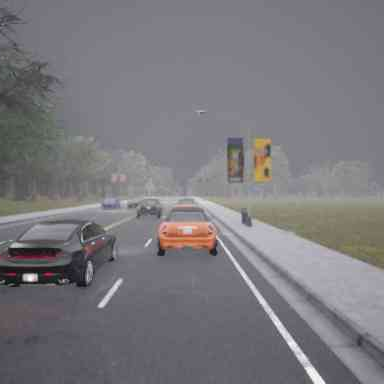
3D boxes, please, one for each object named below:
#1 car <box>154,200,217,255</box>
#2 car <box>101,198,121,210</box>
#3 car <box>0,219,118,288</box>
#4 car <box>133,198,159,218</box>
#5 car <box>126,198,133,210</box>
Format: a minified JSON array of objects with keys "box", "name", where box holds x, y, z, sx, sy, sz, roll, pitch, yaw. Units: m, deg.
[{"box":[-0.191,1.365,13.525,2.097,1.767,4.553,0,0,-1],"name":"car"},{"box":[-10.672,1.500,44.019,1.882,1.535,5.008,0,0,-1],"name":"car"},{"box":[-3.366,1.510,9.260,1.837,1.490,4.892,0,0,-1],"name":"car"},{"box":[-3.748,1.375,30.507,2.097,1.767,4.553,0,0,-1],"name":"car"},{"box":[-7.423,1.504,44.078,1.882,1.535,5.008,0,0,-1],"name":"car"}]
